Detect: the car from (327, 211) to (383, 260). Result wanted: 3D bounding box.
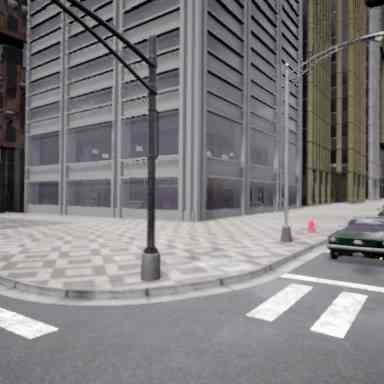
[{"bbox_3d":[6.200,1.558,11.712,1.895,1.301,4.718,0,0,35],"label":"car"}]

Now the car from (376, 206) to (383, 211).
[{"bbox_3d":[13.265,1.432,21.555,1.837,1.490,4.892,0,0,36],"label":"car"}]
